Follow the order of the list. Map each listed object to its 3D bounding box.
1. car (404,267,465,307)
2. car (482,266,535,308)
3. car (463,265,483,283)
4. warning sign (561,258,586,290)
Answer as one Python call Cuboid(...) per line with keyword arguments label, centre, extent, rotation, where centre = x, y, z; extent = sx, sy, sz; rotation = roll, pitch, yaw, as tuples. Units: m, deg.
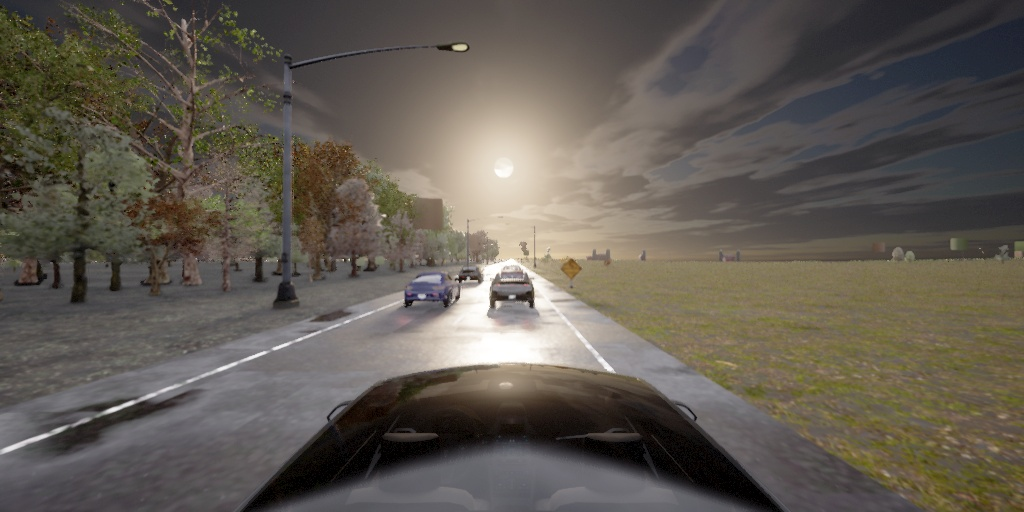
Cuboid(label="car", centre=(-3.492, 1.411, 16.229), extent=(1.812, 1.442, 4.674), rotation=(0, 0, 0))
Cuboid(label="car", centre=(0.006, 1.377, 16.147), extent=(2.128, 1.511, 4.902), rotation=(0, 0, 0))
Cuboid(label="car", centre=(-3.490, 1.535, 31.161), extent=(1.837, 1.490, 4.892), rotation=(0, 0, 0))
Cuboid(label="warning sign", centre=(3.554, 1.049, 21.385), extent=(1.300, 1.860, 1.060), rotation=(0, 0, 0))
